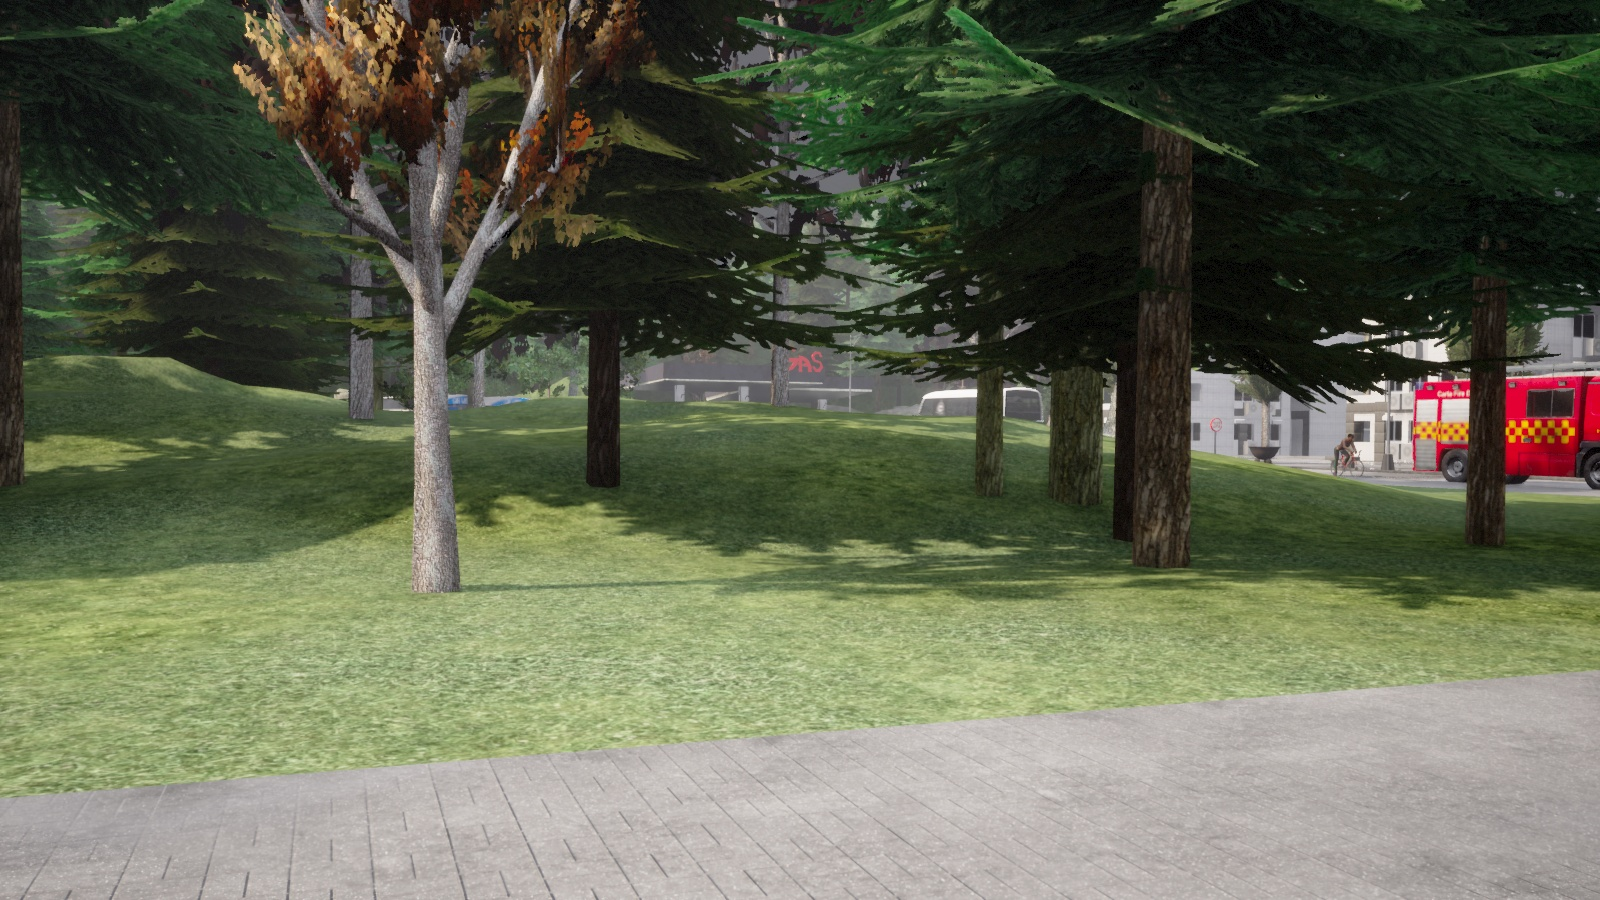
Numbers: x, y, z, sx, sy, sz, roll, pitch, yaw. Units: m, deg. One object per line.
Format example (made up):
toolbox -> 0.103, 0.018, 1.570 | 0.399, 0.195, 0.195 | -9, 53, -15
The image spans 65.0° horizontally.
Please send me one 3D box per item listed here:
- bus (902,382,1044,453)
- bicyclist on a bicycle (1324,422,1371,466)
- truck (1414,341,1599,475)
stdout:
bus -> 11.052, -2.024, 81.557 | 3.944, 4.253, 10.273 | 0, 1, -27
bicyclist on a bicycle -> 20.321, -0.227, 46.636 | 0.582, 1.620, 1.656 | -1, 1, -20
truck -> 23.339, -1.245, 38.456 | 2.891, 3.827, 8.468 | -1, 1, -20
